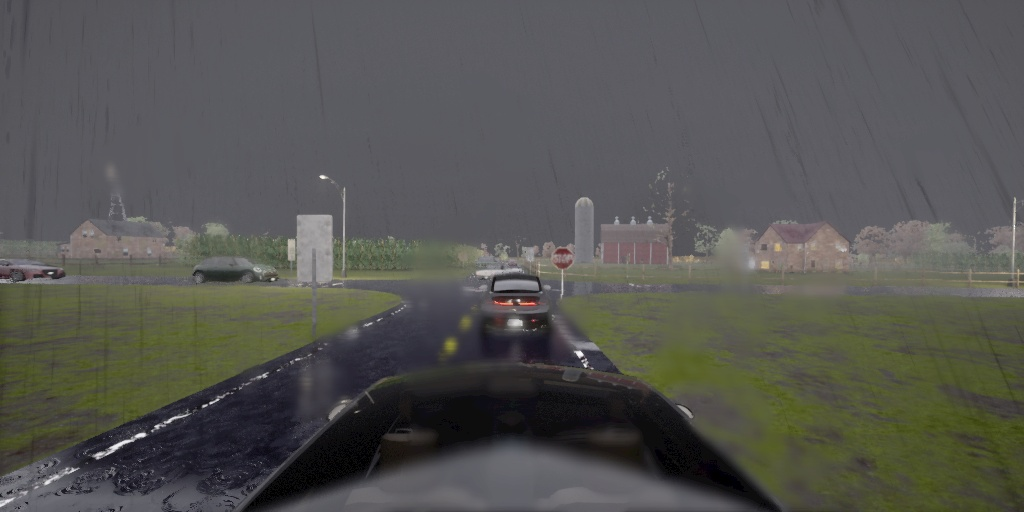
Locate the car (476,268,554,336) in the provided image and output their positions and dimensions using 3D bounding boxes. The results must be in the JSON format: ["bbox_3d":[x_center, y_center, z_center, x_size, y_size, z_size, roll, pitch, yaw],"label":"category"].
[{"bbox_3d":[0.106,1.255,10.383,1.837,1.490,4.892,0,0,0],"label":"car"}]

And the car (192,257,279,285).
[{"bbox_3d":[-17.581,0.887,22.992,4.553,1.767,2.097,1,1,0],"label":"car"}]

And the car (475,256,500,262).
[{"bbox_3d":[-2.822,0.990,39.853,2.150,2.045,5.566,0,0,0],"label":"car"}]

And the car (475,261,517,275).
[{"bbox_3d":[-0.963,1.363,29.827,1.895,1.301,4.718,0,0,29],"label":"car"}]

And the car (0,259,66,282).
[{"bbox_3d":[-31.535,0.890,22.959,4.181,1.385,1.994,1,1,0],"label":"car"}]

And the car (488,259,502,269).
[{"bbox_3d":[-2.772,1.289,60.743,2.128,1.511,4.902,0,0,1],"label":"car"}]
